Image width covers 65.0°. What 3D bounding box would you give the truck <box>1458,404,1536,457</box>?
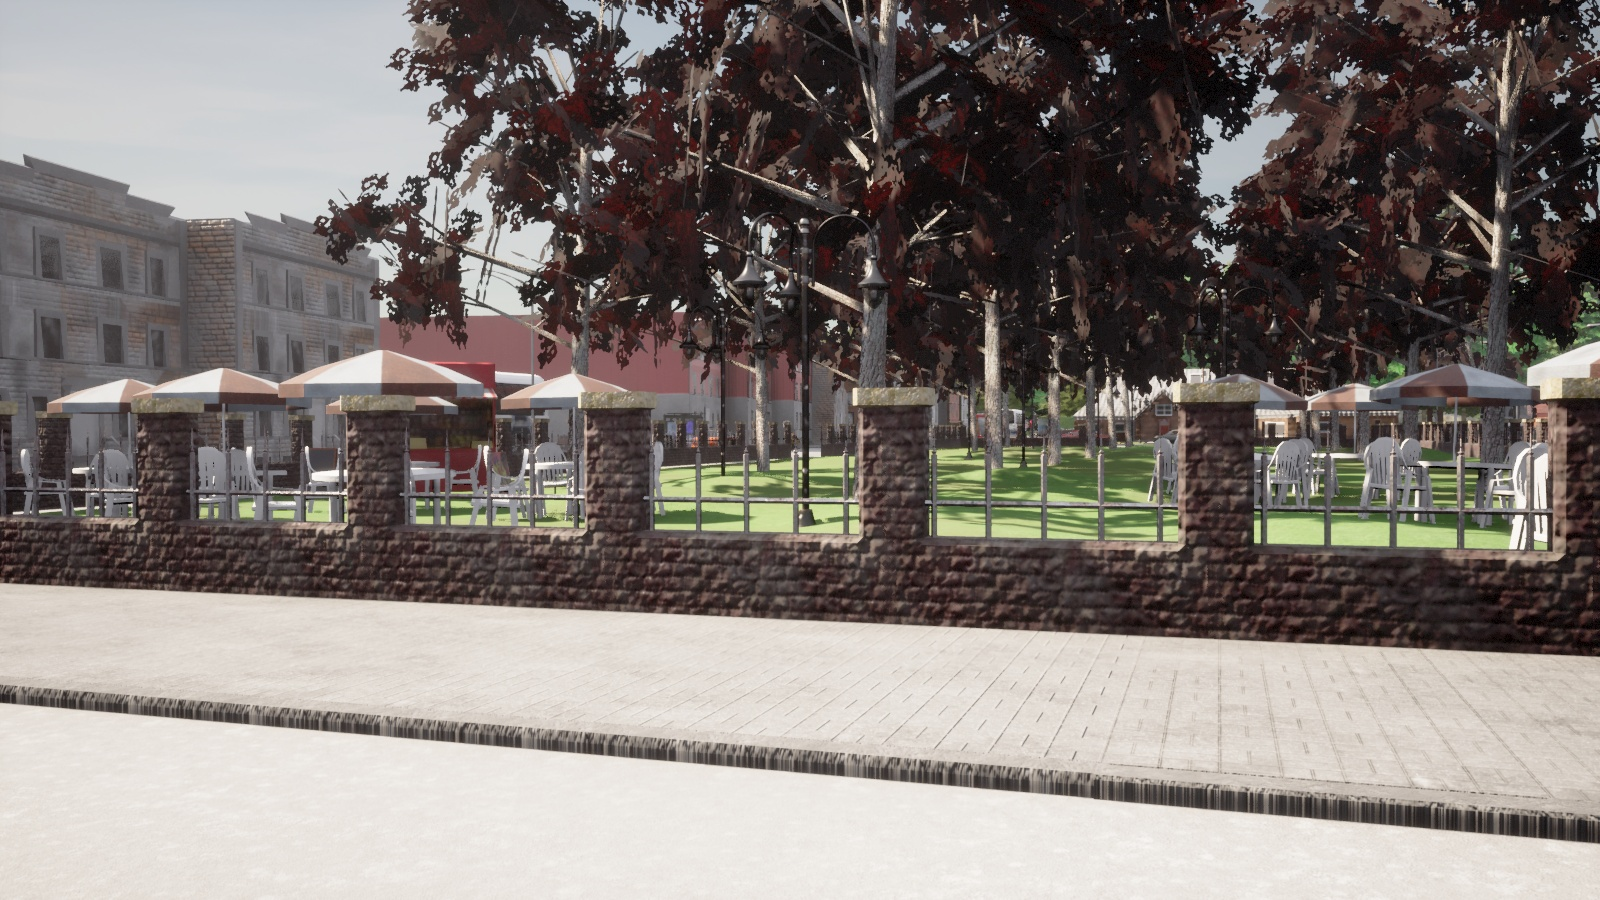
[{"bbox_3d":[47.844,-1.360,86.422,2.891,3.462,7.936,0,1,15],"label":"truck"}]

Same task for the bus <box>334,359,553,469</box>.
[{"bbox_3d":[-14.891,-1.467,53.797,3.944,4.253,10.273,1,1,18],"label":"bus"}]

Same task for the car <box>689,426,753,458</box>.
[{"bbox_3d":[-4.520,-0.490,72.310,2.097,1.767,4.553,1,1,18],"label":"car"}]
